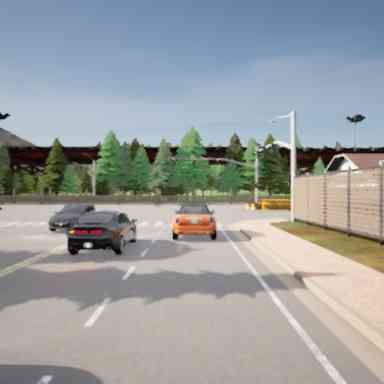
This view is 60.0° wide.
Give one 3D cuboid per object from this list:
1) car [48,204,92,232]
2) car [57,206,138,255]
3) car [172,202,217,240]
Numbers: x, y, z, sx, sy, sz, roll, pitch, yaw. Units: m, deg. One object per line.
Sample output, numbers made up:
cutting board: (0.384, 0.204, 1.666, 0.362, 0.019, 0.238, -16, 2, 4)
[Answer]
car: (-7.000, 1.507, 20.178, 1.837, 1.490, 4.892, 0, 0, 0)
car: (-3.399, 1.494, 13.298, 1.837, 1.490, 4.892, 0, 0, 0)
car: (0.128, 1.337, 17.175, 2.097, 1.767, 4.553, 0, 0, 0)
